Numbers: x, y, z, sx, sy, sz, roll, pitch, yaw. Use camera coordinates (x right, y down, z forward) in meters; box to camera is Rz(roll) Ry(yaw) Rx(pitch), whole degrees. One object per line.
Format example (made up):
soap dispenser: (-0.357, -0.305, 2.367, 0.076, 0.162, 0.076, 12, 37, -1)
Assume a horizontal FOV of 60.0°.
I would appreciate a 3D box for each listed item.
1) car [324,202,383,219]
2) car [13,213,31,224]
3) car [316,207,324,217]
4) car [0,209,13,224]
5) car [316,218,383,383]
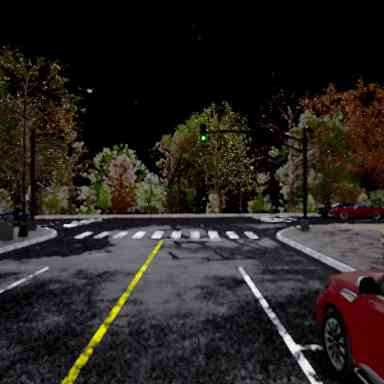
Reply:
car: (15.159, 1.798, 30.608, 4.718, 1.301, 1.895, -1, -1, 1)
car: (-16.124, 2.041, 27.890, 4.718, 1.301, 1.895, -1, -1, 1)
car: (15.224, 1.780, 33.862, 4.892, 1.490, 1.837, -1, -1, 1)
car: (-16.448, 1.856, 24.638, 4.902, 1.511, 2.128, -1, -1, 2)
car: (2.717, 1.345, 2.542, 2.192, 1.841, 5.009, 1, -1, 0)
